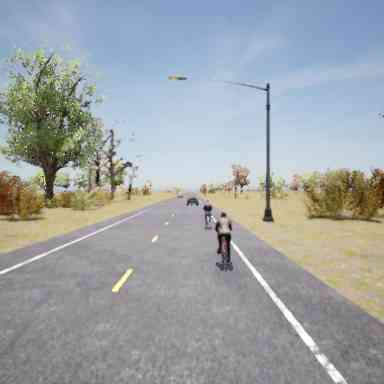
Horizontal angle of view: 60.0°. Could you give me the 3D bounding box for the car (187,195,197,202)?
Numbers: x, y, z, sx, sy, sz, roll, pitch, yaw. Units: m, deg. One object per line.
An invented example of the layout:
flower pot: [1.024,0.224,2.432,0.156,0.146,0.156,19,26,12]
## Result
car: [-0.016,1.358,73.643,2.033,1.411,5.357,0,0,0]

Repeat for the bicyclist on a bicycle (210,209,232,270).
bicyclist on a bicycle: [0.961,1.431,9.981,0.582,1.620,1.656,0,0,0]

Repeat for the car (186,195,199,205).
car: [0.091,1.369,56.134,1.837,1.490,4.892,0,0,0]

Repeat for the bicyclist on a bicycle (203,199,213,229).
bicyclist on a bicycle: [0.960,1.325,20.221,0.659,1.776,1.843,0,0,0]
